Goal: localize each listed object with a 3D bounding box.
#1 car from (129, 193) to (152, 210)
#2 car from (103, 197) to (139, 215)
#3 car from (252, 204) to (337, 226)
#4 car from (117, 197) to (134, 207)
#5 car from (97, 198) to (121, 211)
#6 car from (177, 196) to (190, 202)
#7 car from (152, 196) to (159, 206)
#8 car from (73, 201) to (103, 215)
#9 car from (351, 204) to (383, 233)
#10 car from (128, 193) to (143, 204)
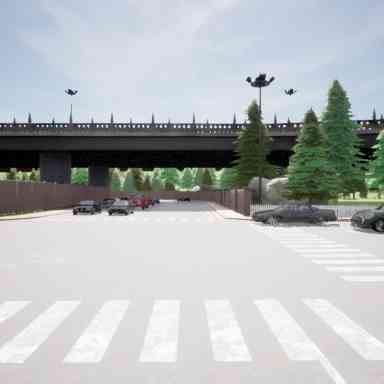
[{"bbox_3d":[-7.039,1.221,43.757,2.150,2.045,5.566,0,0,0],"label":"car"},{"bbox_3d":[-7.038,1.547,33.583,2.033,1.411,5.357,0,0,0],"label":"car"},{"bbox_3d":[6.789,1.494,22.307,5.357,1.411,2.033,0,0,1],"label":"car"},{"bbox_3d":[-10.532,1.526,52.756,1.812,1.442,4.674,0,0,0],"label":"car"},{"bbox_3d":[-10.538,1.526,42.575,1.812,1.442,4.674,0,0,0],"label":"car"},{"bbox_3d":[-1.897,1.553,75.220,1.994,1.385,4.181,0,0,-19],"label":"car"},{"bbox_3d":[-7.038,1.564,53.765,1.994,1.385,4.181,0,0,0],"label":"car"},{"bbox_3d":[-10.564,1.564,33.860,1.994,1.385,4.181,0,0,0],"label":"car"},{"bbox_3d":[11.484,1.297,18.691,4.553,1.767,2.097,0,0,2],"label":"car"},{"bbox_3d":[-10.681,1.221,63.464,2.150,2.045,5.566,0,0,-3],"label":"car"}]
